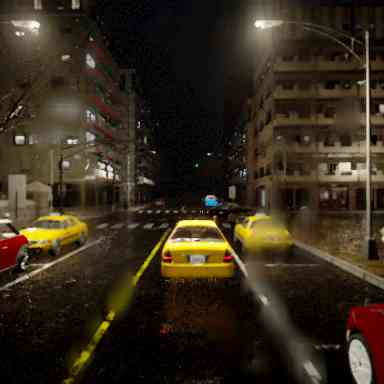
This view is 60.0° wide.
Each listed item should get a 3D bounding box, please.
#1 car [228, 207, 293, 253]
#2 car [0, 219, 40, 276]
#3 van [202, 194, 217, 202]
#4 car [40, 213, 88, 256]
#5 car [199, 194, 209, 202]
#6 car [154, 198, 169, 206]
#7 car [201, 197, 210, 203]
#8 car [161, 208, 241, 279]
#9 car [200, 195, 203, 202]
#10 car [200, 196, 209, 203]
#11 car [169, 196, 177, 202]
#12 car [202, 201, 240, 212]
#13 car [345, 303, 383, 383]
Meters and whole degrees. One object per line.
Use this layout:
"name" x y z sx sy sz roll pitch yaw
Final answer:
"car" 2.751 1.573 13.691 1.752 1.417 4.829 1 0 0
"car" -5.650 1.468 7.956 1.967 1.590 4.097 1 0 0
"van" 2.898 1.493 51.514 1.690 1.788 3.998 1 0 0
"car" -5.631 1.571 13.400 1.752 1.417 4.829 1 0 0
"car" 3.029 1.535 85.540 2.192 1.841 5.009 1 0 0
"car" -5.463 1.747 57.274 1.802 1.307 4.206 1 0 0
"car" 2.982 1.751 74.197 2.008 1.369 4.403 1 0 0
"car" 0.137 1.491 10.070 1.801 1.575 5.366 0 0 0
"car" 2.939 1.744 62.856 1.947 1.339 4.313 1 0 0
"car" 3.004 1.761 79.868 2.008 1.369 4.403 1 0 0
"car" -5.355 1.801 85.628 1.802 1.307 4.206 1 0 0
"car" 3.141 1.616 27.142 1.895 1.301 4.718 -1 -1 38
"car" 2.707 1.554 2.288 1.887 1.381 4.507 1 0 0
